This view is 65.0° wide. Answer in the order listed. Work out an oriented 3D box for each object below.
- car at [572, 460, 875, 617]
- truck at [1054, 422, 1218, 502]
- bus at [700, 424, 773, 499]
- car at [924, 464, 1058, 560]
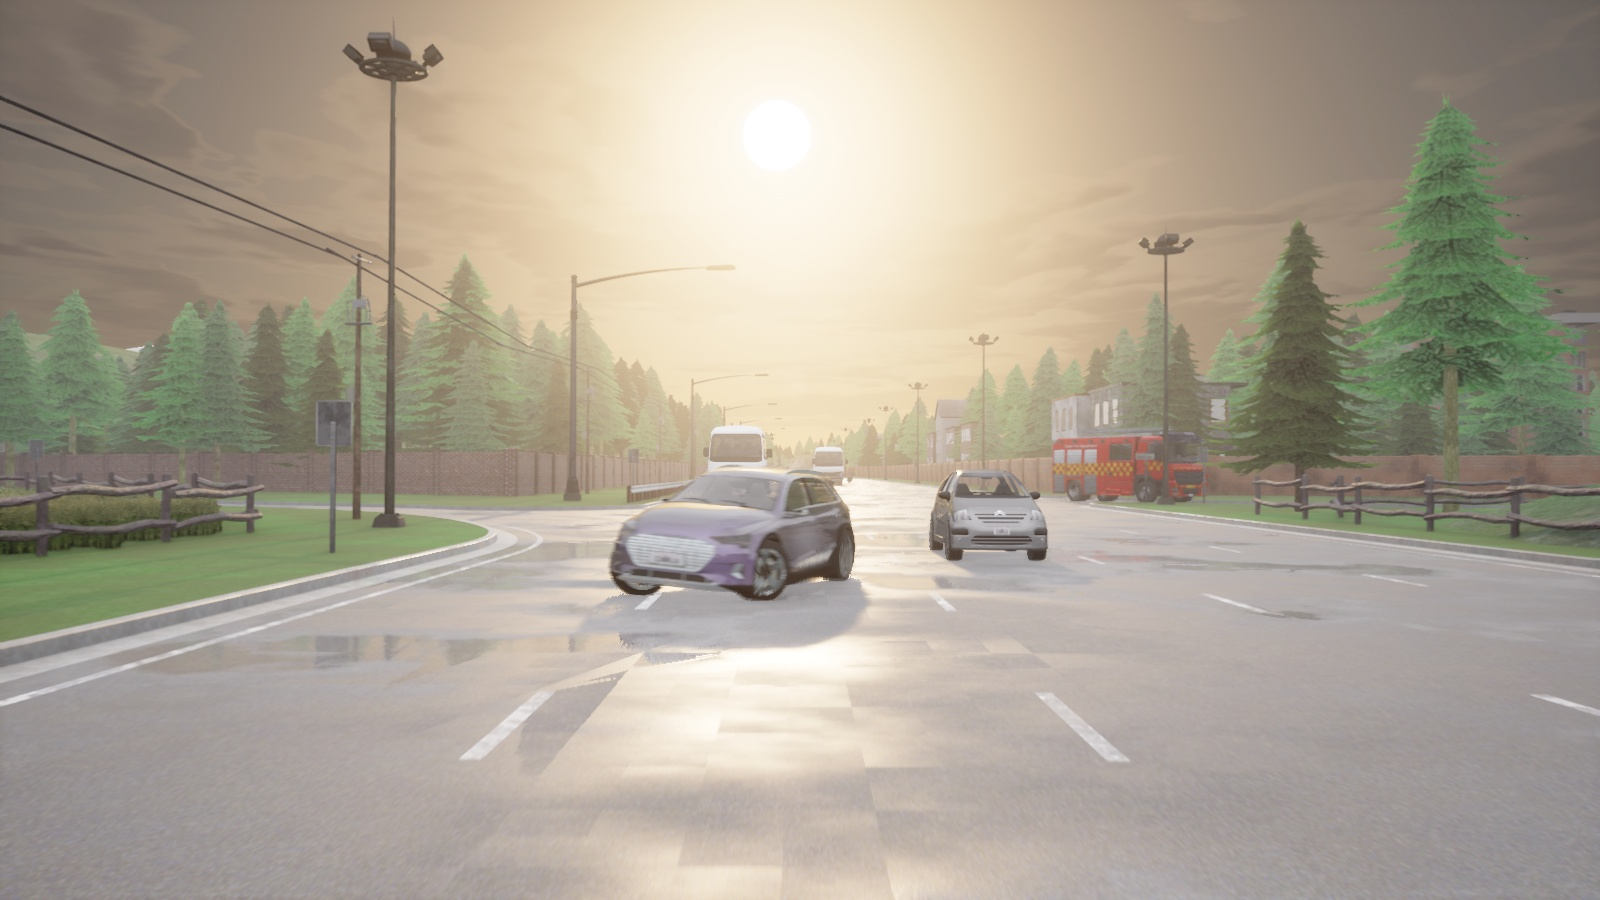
[{"bbox_3d":[-0.804,1.028,16.777,2.033,1.649,4.856,4,1,22],"label":"car"},{"bbox_3d":[17.043,0.660,64.443,2.891,3.827,8.468,0,-1,-31],"label":"truck"},{"bbox_3d":[-3.694,0.733,76.468,3.944,4.253,10.273,0,-1,0],"label":"bus"},{"bbox_3d":[3.442,1.090,23.299,1.851,1.617,3.988,0,-1,0],"label":"car"}]
